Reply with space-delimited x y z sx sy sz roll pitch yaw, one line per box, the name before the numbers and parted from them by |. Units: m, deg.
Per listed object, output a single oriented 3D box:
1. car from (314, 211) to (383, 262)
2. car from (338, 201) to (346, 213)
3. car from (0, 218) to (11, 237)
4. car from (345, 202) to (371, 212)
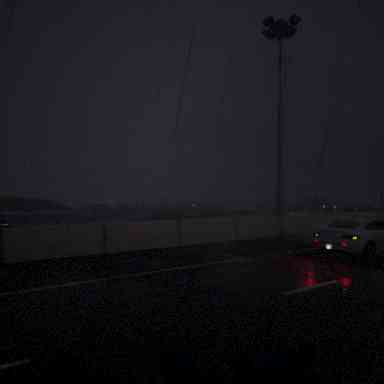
car | 6.559 1.662 12.728 4.674 1.442 1.812 1 0 -36
car | 18.985 1.913 43.278 4.553 1.767 2.097 1 -1 -35
car | -10.217 1.519 13.904 4.674 1.442 1.812 1 0 -35
car | 20.110 2.139 39.790 4.718 1.301 1.895 2 -1 -35
